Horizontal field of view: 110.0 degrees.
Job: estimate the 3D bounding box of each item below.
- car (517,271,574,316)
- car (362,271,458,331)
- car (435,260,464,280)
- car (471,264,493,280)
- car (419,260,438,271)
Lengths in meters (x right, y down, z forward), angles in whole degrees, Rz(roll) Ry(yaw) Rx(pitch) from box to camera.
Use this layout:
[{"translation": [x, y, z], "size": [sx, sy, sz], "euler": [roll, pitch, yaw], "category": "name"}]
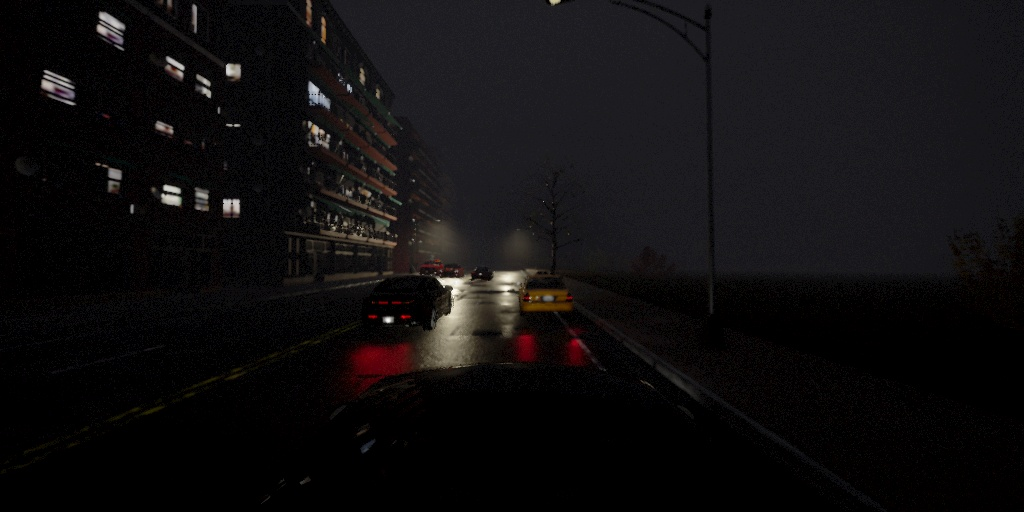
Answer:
[{"translation": [1.170, 1.364, 14.033], "size": [1.801, 1.575, 5.366], "euler": [0, -1, 0], "category": "car"}, {"translation": [-3.124, 1.384, 11.502], "size": [1.837, 1.490, 4.892], "euler": [0, -1, 0], "category": "car"}, {"translation": [-6.504, 1.583, 38.735], "size": [2.097, 1.767, 4.553], "euler": [0, -1, 0], "category": "car"}, {"translation": [-3.060, 1.770, 36.974], "size": [1.994, 1.385, 4.181], "euler": [0, -1, 0], "category": "car"}, {"translation": [-9.739, 1.520, 43.826], "size": [2.150, 2.045, 5.566], "euler": [0, -1, 0], "category": "car"}]
